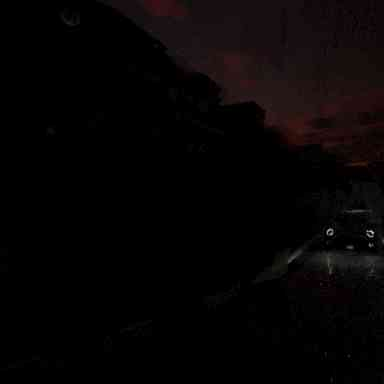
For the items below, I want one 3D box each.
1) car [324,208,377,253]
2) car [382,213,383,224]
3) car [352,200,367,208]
[{"bbox_3d":[7.670,1.821,16.049,2.097,1.767,4.553,-1,-2,27],"label":"car"},{"bbox_3d":[18.995,2.381,31.122,2.128,1.511,4.902,-1,-1,27],"label":"car"},{"bbox_3d":[26.604,2.045,52.899,1.994,1.385,4.181,-1,2,28],"label":"car"}]
